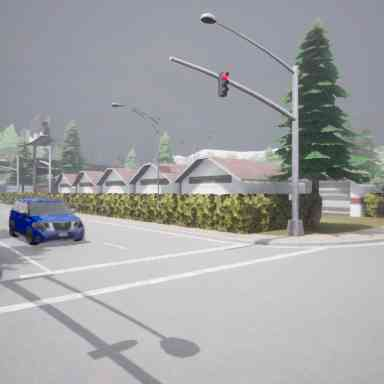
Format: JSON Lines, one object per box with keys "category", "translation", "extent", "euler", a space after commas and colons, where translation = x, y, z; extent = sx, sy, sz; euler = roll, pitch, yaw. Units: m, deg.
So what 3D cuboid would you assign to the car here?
{"category": "car", "translation": [-7.028, 1.335, 15.766], "extent": [2.150, 2.045, 5.566], "euler": [0, 1, -40]}
